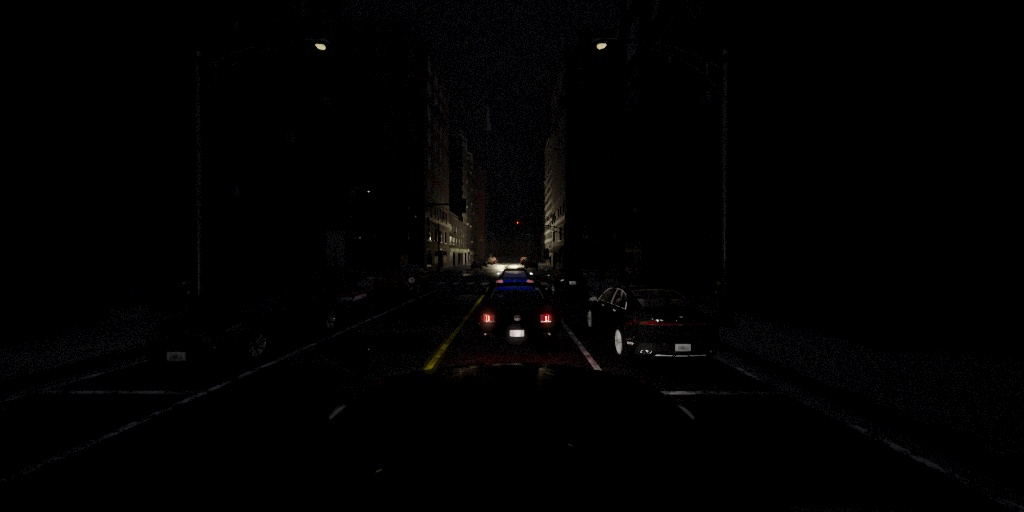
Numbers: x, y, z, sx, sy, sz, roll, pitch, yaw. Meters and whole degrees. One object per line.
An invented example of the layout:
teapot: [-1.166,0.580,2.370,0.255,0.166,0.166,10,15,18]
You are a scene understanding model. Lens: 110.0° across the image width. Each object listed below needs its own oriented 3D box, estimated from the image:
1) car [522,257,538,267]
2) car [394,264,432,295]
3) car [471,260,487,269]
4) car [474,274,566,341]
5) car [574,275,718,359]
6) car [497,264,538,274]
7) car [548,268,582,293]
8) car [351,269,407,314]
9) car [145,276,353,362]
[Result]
car: [3.057,1.225,56.283,1.967,1.591,4.097,0,0,0]
car: [-5.616,1.190,19.220,1.967,1.591,4.097,0,0,0]
car: [-5.468,1.368,56.322,1.802,1.307,4.207,0,0,0]
car: [0.120,1.351,9.816,1.895,1.301,4.718,0,0,0]
car: [2.876,1.300,8.192,2.007,1.370,4.403,0,0,0]
car: [0.148,1.315,18.576,1.994,1.385,4.181,0,0,1]
car: [2.909,1.316,19.194,1.948,1.339,4.313,0,0,0]
car: [-5.633,1.332,13.719,1.802,1.307,4.207,0,0,0]
car: [-5.649,1.316,8.218,1.948,1.339,4.313,0,0,0]
